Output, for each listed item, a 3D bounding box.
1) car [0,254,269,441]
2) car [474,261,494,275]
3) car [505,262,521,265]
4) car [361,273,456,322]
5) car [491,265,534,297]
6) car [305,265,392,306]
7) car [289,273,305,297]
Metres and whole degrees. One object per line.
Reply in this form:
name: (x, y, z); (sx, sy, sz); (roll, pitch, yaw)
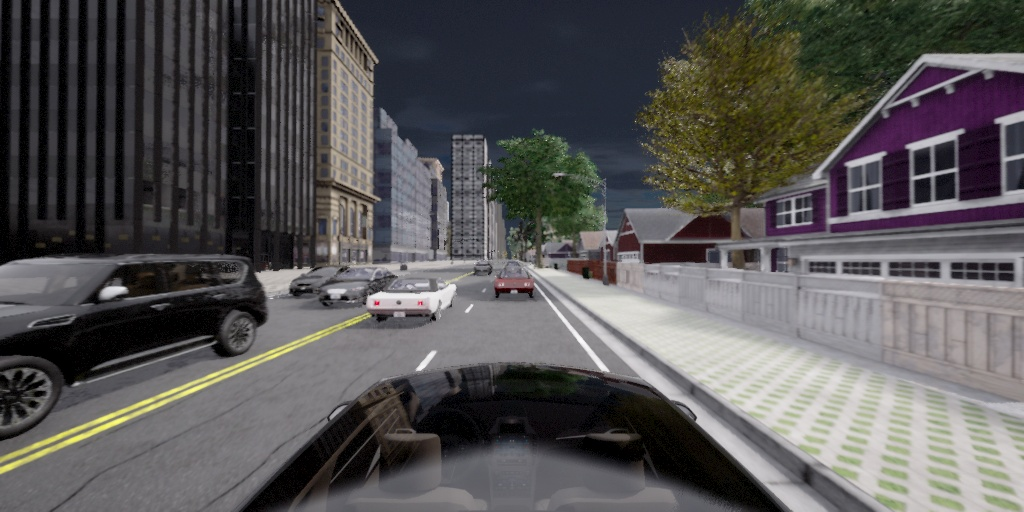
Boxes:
car: (-6.502, 0.973, 5.683); (2.150, 2.045, 5.566); (0, 0, 0)
car: (-3.139, 1.270, 39.854); (2.128, 1.511, 4.902); (0, 0, 0)
car: (0.110, 1.344, 40.486); (1.994, 1.385, 4.181); (0, 0, 0)
car: (-3.147, 1.352, 12.270); (1.895, 1.301, 4.718); (0, 0, 0)
car: (0.105, 1.355, 18.763); (1.895, 1.301, 4.718); (0, 0, 0)
car: (-6.526, 1.244, 15.758); (2.128, 1.511, 4.902); (0, 0, 0)
car: (-9.745, 1.260, 19.141); (1.837, 1.490, 4.892); (0, 0, 0)
